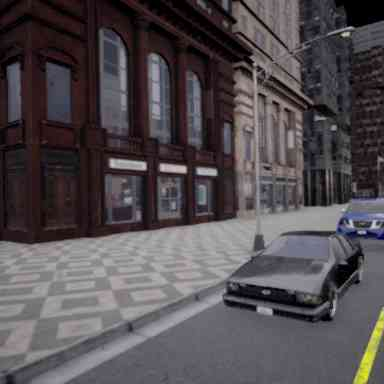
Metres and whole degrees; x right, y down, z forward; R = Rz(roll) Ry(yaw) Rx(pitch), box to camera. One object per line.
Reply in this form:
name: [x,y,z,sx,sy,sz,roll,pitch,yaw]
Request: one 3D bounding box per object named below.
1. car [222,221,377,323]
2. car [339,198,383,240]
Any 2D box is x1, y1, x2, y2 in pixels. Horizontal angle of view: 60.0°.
car: [2.766,1.644,7.836,2.033,1.411,5.357,-2,-1,35]
car: [8.724,1.349,16.215,2.150,2.045,5.566,-2,-1,35]
